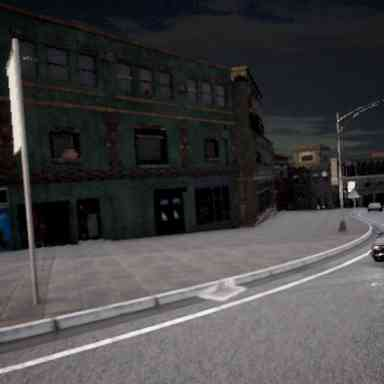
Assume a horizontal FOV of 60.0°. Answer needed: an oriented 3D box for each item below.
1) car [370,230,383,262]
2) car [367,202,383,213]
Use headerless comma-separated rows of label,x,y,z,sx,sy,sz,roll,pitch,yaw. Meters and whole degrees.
car,8.036,1.668,12.102,2.033,1.411,5.357,-2,-1,40
car,27.814,2.326,50.552,1.882,1.535,5.008,-2,-2,33
